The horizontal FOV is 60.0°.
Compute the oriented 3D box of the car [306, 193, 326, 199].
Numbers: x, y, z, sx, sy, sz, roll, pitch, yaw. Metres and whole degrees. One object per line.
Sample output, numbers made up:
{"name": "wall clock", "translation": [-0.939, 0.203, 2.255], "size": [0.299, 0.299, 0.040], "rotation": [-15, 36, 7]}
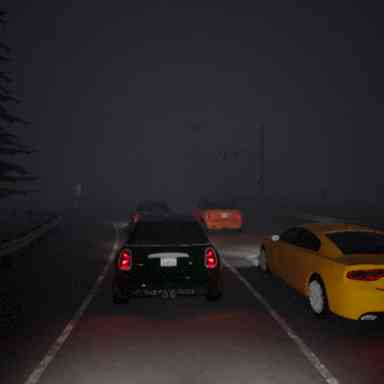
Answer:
{"name": "car", "translation": [28.773, 0.848, 77.075], "size": [4.181, 1.385, 1.994], "rotation": [0, 1, -22]}

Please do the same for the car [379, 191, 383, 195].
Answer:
{"name": "car", "translation": [46.182, 0.628, 79.570], "size": [4.553, 1.767, 2.097], "rotation": [0, 1, -37]}

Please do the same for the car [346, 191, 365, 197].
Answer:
{"name": "car", "translation": [41.880, 0.542, 85.092], "size": [5.357, 1.411, 2.033], "rotation": [0, 1, -37]}

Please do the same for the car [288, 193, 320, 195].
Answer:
{"name": "car", "translation": [21.195, 1.023, 63.134], "size": [4.718, 1.301, 1.895], "rotation": [0, 1, -18]}

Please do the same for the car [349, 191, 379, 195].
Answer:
{"name": "car", "translation": [35.432, 0.900, 68.585], "size": [4.902, 1.511, 2.128], "rotation": [0, 1, -25]}

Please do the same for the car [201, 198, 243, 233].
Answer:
{"name": "car", "translation": [1.178, 1.182, 18.421], "size": [2.097, 1.767, 4.553], "rotation": [0, 1, -12]}

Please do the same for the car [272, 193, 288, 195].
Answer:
{"name": "car", "translation": [19.063, 0.897, 66.081], "size": [4.892, 1.490, 1.837], "rotation": [0, 1, -19]}

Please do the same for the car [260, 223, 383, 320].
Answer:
{"name": "car", "translation": [2.967, 1.410, 7.310], "size": [1.882, 1.535, 5.008], "rotation": [0, 0, -5]}

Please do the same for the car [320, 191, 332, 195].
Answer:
{"name": "car", "translation": [30.774, 0.678, 74.116], "size": [4.553, 1.767, 2.097], "rotation": [0, 1, -22]}

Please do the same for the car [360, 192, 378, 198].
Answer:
{"name": "car", "translation": [43.653, 0.777, 82.029], "size": [4.902, 1.511, 2.128], "rotation": [0, 1, -37]}

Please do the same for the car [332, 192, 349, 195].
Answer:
{"name": "car", "translation": [33.127, 0.704, 71.342], "size": [4.553, 1.767, 2.097], "rotation": [0, 1, -25]}

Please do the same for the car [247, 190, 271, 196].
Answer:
{"name": "car", "translation": [14.644, 0.565, 71.954], "size": [5.566, 2.045, 2.150], "rotation": [0, 1, -19]}

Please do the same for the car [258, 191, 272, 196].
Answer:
{"name": "car", "translation": [16.699, 0.963, 68.962], "size": [4.718, 1.301, 1.895], "rotation": [0, 1, -19]}

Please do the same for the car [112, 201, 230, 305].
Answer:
{"name": "car", "translation": [-0.642, 1.275, 8.173], "size": [2.097, 1.767, 4.553], "rotation": [0, 1, -6]}
